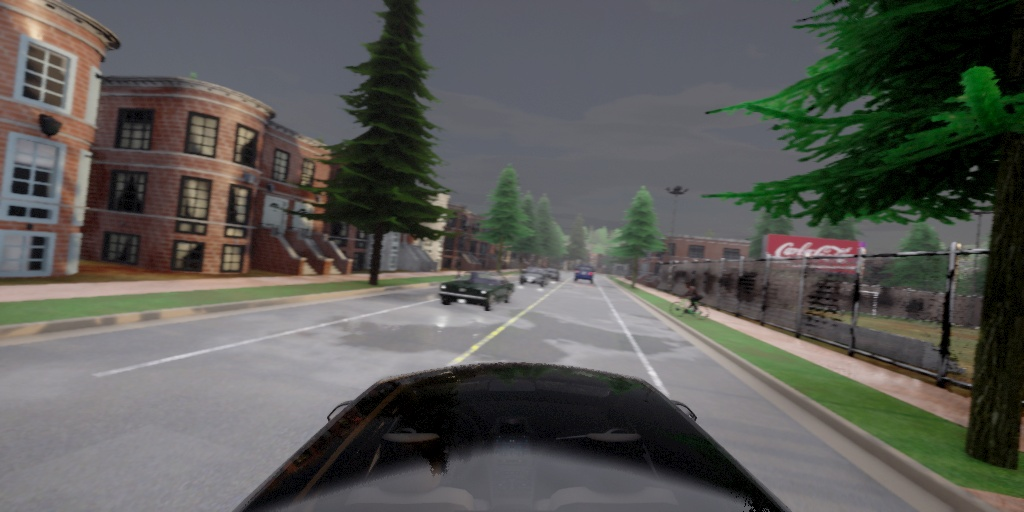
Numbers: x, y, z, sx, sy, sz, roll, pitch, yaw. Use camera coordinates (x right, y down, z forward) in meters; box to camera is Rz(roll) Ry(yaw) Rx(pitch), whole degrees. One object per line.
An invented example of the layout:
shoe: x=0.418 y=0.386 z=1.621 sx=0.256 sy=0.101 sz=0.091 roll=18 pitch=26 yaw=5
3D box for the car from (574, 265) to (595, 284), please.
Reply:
car: x=8.780 y=2.200 z=43.629 sx=2.150 sy=2.045 sz=5.566 roll=6 pitch=0 yaw=12

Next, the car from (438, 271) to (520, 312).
car: x=-1.227 y=1.289 z=14.318 sx=1.895 sy=1.301 sz=4.718 roll=6 pitch=0 yaw=12

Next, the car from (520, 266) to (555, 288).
car: x=1.863 y=1.612 z=28.830 sx=2.128 sy=1.511 sz=4.902 roll=6 pitch=0 yaw=12

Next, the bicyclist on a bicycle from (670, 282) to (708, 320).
bicyclist on a bicycle: x=8.074 y=2.034 z=16.255 sx=1.656 sy=1.620 sz=0.582 roll=7 pitch=0 yaw=12

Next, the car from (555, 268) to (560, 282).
car: x=4.278 y=2.020 z=40.107 sx=1.994 sy=1.385 sz=4.181 roll=6 pitch=0 yaw=13
